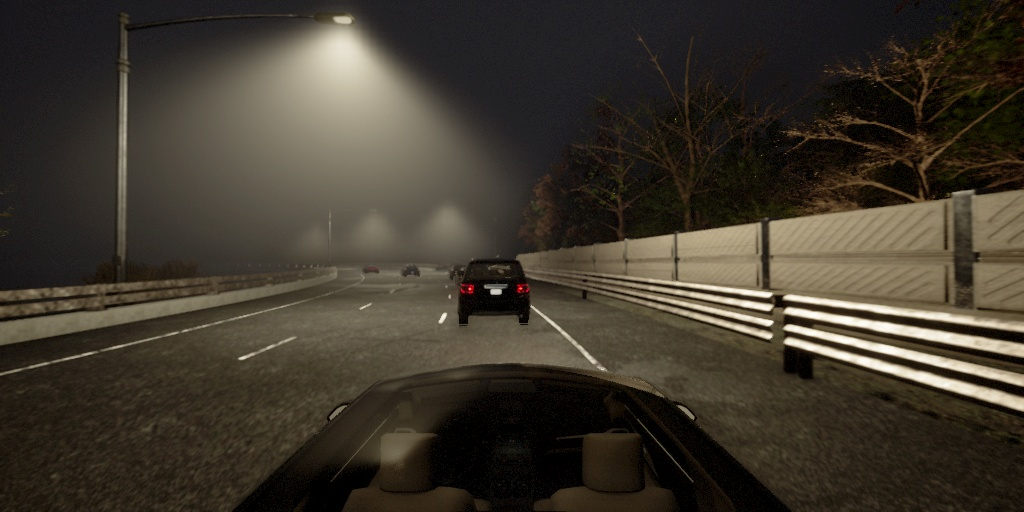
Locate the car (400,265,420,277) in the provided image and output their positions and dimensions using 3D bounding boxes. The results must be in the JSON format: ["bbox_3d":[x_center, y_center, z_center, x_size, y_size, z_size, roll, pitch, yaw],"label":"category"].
[{"bbox_3d":[-12.447,1.767,43.759,1.812,1.442,4.674,0,-1,-23],"label":"car"}]

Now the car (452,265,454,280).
[{"bbox_3d":[-3.144,1.558,26.254,1.812,1.442,4.674,0,0,-12],"label":"car"}]

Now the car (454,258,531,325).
[{"bbox_3d":[-0.726,1.098,12.547,2.150,2.045,5.566,0,0,-6],"label":"car"}]

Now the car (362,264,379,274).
[{"bbox_3d":[-21.141,1.924,53.376,1.994,1.385,4.181,0,-1,-29],"label":"car"}]

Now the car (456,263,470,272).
[{"bbox_3d":[-8.702,2.033,63.991,1.994,1.385,4.181,0,-1,-3],"label":"car"}]

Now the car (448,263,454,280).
[{"bbox_3d":[-5.509,1.666,37.345,1.837,1.490,4.892,0,-1,-11],"label":"car"}]
